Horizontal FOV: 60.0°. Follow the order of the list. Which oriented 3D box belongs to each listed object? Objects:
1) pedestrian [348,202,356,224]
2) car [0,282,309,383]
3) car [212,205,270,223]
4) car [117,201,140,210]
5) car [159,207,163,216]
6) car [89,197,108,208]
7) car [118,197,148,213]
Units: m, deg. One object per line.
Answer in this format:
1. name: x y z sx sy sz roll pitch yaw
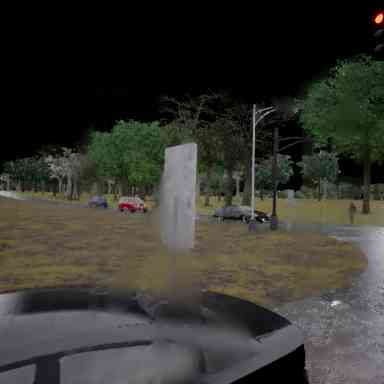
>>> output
1. pedestrian: 13.353 1.718 27.813 0.375 1.860 0.375 2 -1 -36
2. car: -1.366 1.478 2.051 5.008 1.535 1.882 0 0 -35
3. car: 3.962 1.793 27.840 2.033 1.411 5.357 3 -2 -36
4. car: -10.391 2.162 54.116 1.837 1.490 4.892 3 -3 -36
5. car: -1.850 1.928 35.896 1.994 1.385 4.181 3 -2 -37
6. car: -18.367 1.964 65.221 2.150 2.045 5.566 3 -2 -36
7. car: -7.938 1.680 44.423 2.150 2.045 5.566 3 -2 -35
